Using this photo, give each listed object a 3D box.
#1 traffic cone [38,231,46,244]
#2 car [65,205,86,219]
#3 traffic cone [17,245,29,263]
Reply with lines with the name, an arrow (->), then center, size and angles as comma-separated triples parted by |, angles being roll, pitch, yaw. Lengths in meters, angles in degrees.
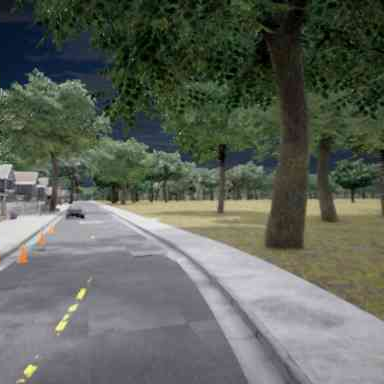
traffic cone -> -7.378, 2.229, 16.375 | 0.340, 0.580, 0.340 | 0, -1, -18
car -> -12.518, 2.136, 35.740 | 2.033, 1.411, 5.357 | 0, -1, -18
traffic cone -> -5.958, 2.157, 11.732 | 0.340, 0.580, 0.340 | 0, -1, -15
